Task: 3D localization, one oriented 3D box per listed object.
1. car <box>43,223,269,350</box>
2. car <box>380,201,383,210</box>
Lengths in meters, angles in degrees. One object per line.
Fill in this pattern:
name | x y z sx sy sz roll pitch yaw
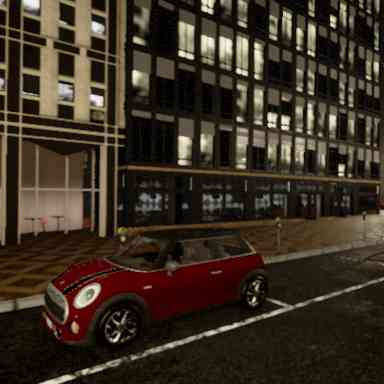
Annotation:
car | -0.518 1.444 6.177 4.097 1.590 1.967 0 1 -35
car | 22.076 1.375 42.453 2.192 1.841 5.009 1 -1 -34
